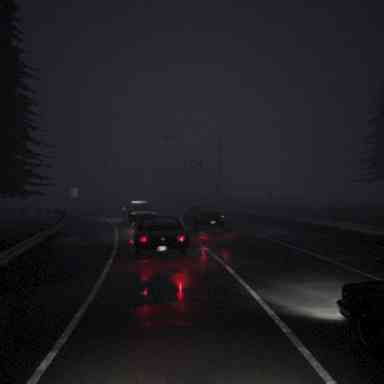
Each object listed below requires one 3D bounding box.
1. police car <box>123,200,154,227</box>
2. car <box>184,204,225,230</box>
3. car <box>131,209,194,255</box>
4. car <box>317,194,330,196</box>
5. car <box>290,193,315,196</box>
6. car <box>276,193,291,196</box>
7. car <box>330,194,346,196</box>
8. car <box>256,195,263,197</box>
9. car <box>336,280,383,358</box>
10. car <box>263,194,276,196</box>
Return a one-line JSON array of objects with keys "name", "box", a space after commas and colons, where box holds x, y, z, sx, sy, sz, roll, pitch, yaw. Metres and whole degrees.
[{"name": "police car", "box": [-3.575, 1.384, 22.530, 1.930, 1.638, 5.238, 0, 0, -16]}, {"name": "car", "box": [0.602, 1.478, 20.553, 1.812, 1.442, 4.674, 0, 0, -14]}, {"name": "car", "box": [-1.337, 1.575, 13.185, 1.895, 1.301, 4.718, 0, 0, -10]}, {"name": "car", "box": [35.932, 1.230, 88.449, 4.674, 1.442, 1.812, 0, 0, -38]}, {"name": "car", "box": [25.635, 1.311, 77.069, 4.181, 1.385, 1.994, 0, 0, -27]}, {"name": "car", "box": [23.258, 1.114, 79.765, 4.553, 1.767, 2.097, 0, 0, -27]}, {"name": "car", "box": [38.618, 1.204, 86.121, 4.892, 1.490, 1.837, 0, 0, -38]}, {"name": "car", "box": [18.166, 1.314, 85.041, 4.181, 1.385, 1.994, 0, 0, -24]}, {"name": "car", "box": [3.360, 1.532, 2.953, 2.033, 1.411, 5.357, 0, 0, -2]}, {"name": "car", "box": [20.776, 1.285, 82.393, 4.902, 1.511, 2.128, 0, 0, -27]}]
